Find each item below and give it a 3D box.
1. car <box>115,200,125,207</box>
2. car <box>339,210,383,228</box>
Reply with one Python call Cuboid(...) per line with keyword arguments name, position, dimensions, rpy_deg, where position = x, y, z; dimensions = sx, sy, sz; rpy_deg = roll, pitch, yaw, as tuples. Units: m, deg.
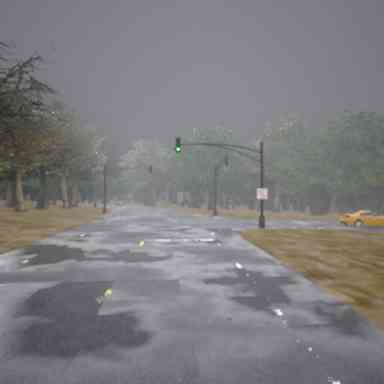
Cuboid(name="car", position=(-17.529, 2.809, 80.861), dimensions=(1.837, 1.490, 4.892), rpy_deg=(0, -1, -19))
Cuboid(name="car", position=(16.335, 2.490, 30.931), dimensions=(5.008, 1.535, 1.882), rpy_deg=(2, -1, -5))
